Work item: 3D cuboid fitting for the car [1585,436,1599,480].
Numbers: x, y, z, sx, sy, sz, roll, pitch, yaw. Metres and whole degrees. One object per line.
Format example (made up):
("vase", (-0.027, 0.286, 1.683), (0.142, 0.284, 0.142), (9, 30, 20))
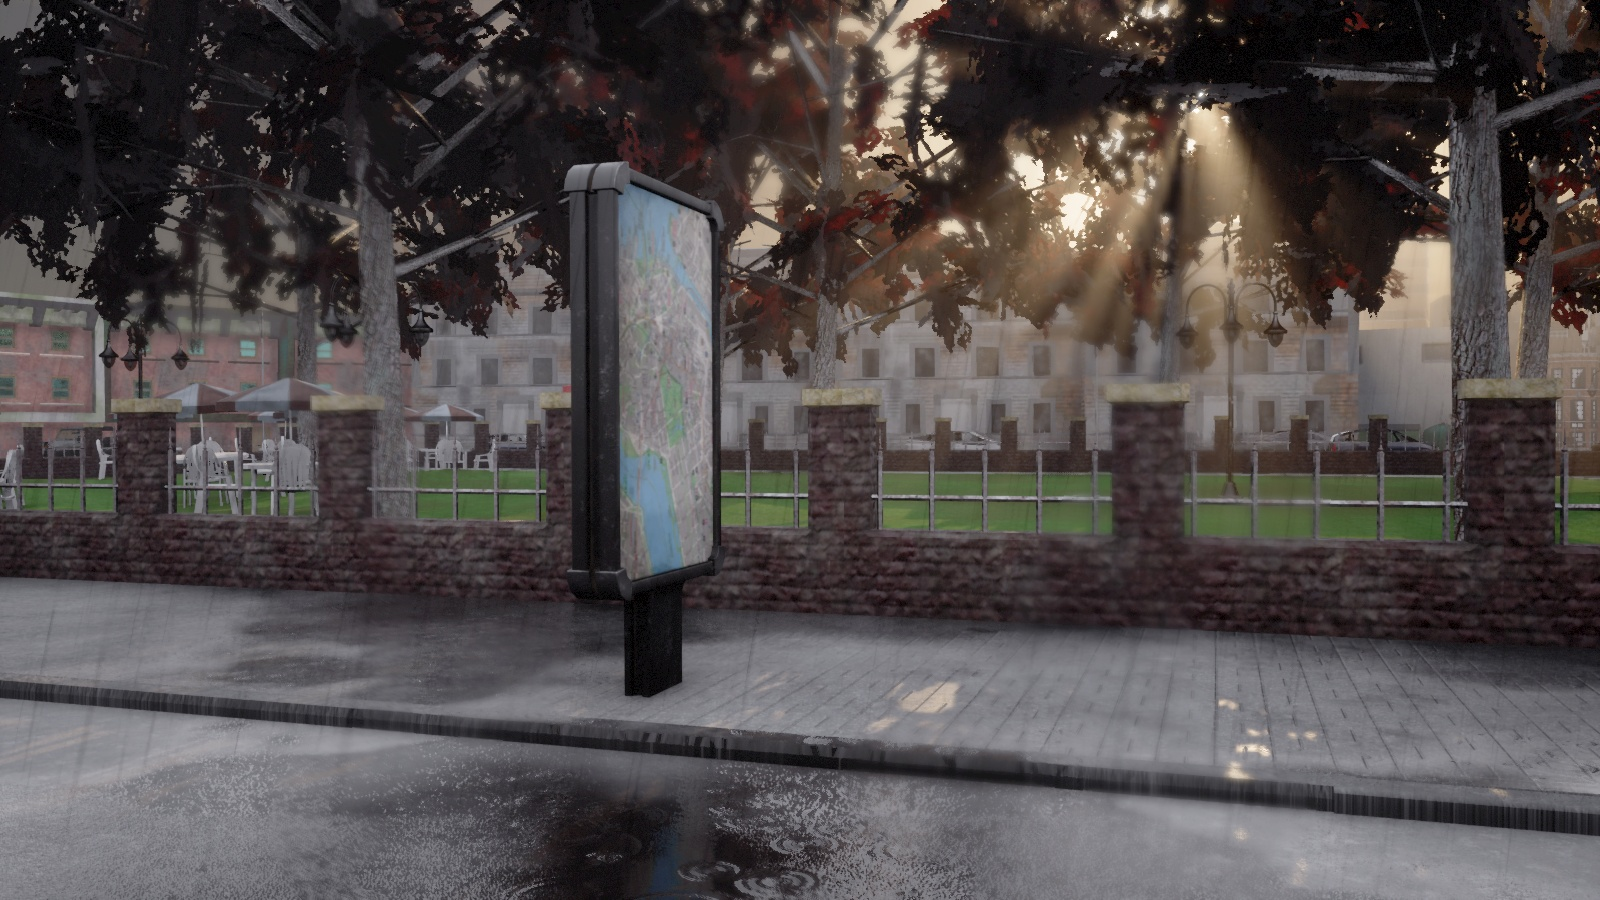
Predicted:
("car", (28.829, 0.278, 41.844), (4.193, 1.474, 1.816), (1, 1, 18))

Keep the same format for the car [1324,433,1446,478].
("car", (20.685, 0.169, 44.551), (3.705, 1.549, 1.789), (0, 1, 18))

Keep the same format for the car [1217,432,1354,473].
("car", (18.990, 0.064, 49.328), (4.902, 1.511, 2.128), (1, 1, 18))

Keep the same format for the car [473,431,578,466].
("car", (-12.126, -0.093, 55.454), (4.193, 1.474, 1.816), (1, 1, 18))

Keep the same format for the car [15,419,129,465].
("car", (-31.092, -0.354, 53.745), (1.905, 1.878, 3.866), (1, 1, 24))

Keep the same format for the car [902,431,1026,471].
("car", (6.455, 0.009, 49.273), (4.514, 1.525, 2.007), (1, 1, 18))
